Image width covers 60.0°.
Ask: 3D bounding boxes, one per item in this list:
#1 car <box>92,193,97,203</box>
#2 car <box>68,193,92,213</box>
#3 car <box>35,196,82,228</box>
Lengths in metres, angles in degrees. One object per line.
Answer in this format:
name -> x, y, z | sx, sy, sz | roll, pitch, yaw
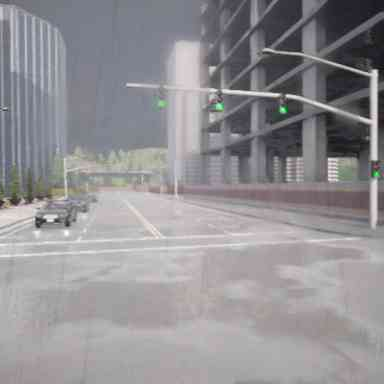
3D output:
car -> -15.319, 0.894, 50.028 | 1.812, 1.442, 4.674 | -1, 1, -13
car -> -10.726, 0.984, 30.652 | 2.097, 1.767, 4.553 | -1, 1, -13
car -> -8.291, 1.260, 20.520 | 2.128, 1.511, 4.902 | -1, 1, -13
